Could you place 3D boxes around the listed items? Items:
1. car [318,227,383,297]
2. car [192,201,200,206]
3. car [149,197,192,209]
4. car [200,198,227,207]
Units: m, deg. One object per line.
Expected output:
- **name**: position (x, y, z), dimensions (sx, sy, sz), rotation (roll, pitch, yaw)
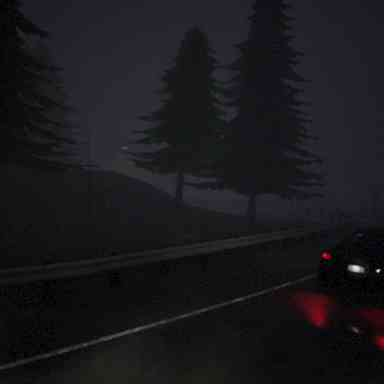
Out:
- **car**: position (4.910, 1.568, 8.245), dimensions (4.181, 1.385, 1.994), rotation (0, 0, -42)
- **car**: position (-1.904, 1.468, 46.922), dimensions (4.902, 1.511, 2.128), rotation (0, 0, 35)
- **car**: position (-2.814, 1.582, 43.291), dimensions (4.718, 1.301, 1.895), rotation (0, 0, 35)
- **car**: position (3.020, 1.585, 52.026), dimensions (4.718, 1.301, 1.895), rotation (0, 0, 35)
